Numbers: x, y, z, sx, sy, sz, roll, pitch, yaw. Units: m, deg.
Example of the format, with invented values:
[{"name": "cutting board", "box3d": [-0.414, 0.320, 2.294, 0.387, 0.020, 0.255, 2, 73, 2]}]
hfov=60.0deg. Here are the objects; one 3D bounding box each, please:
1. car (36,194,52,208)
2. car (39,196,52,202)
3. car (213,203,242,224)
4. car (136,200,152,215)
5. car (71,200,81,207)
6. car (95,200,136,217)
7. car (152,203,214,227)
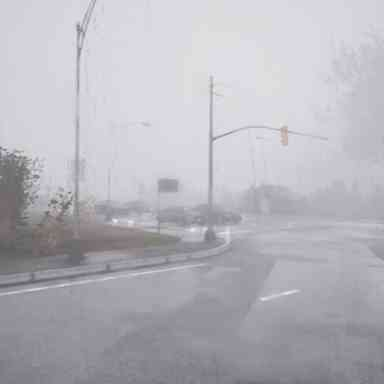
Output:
[{"name": "car", "box3d": [-21.769, 1.328, 50.300, 2.150, 2.045, 5.566, 1, -1, -38]}, {"name": "car", "box3d": [-34.445, 1.703, 78.025, 1.994, 1.385, 4.181, 1, 0, -37]}, {"name": "car", "box3d": [1.830, 1.651, 26.342, 1.837, 1.490, 4.892, 1, 0, -39]}, {"name": "car", "box3d": [-5.519, 1.631, 35.493, 2.128, 1.511, 4.902, 1, 0, -39]}, {"name": "car", "box3d": [-19.278, 1.680, 52.787, 2.033, 1.411, 5.357, 1, 0, -38]}, {"name": "car", "box3d": [-7.885, 1.589, 32.851, 1.882, 1.535, 5.008, 1, -1, -39]}, {"name": "car", "box3d": [-0.743, 1.680, 23.956, 1.994, 1.385, 4.181, 1, 0, -39]}]
